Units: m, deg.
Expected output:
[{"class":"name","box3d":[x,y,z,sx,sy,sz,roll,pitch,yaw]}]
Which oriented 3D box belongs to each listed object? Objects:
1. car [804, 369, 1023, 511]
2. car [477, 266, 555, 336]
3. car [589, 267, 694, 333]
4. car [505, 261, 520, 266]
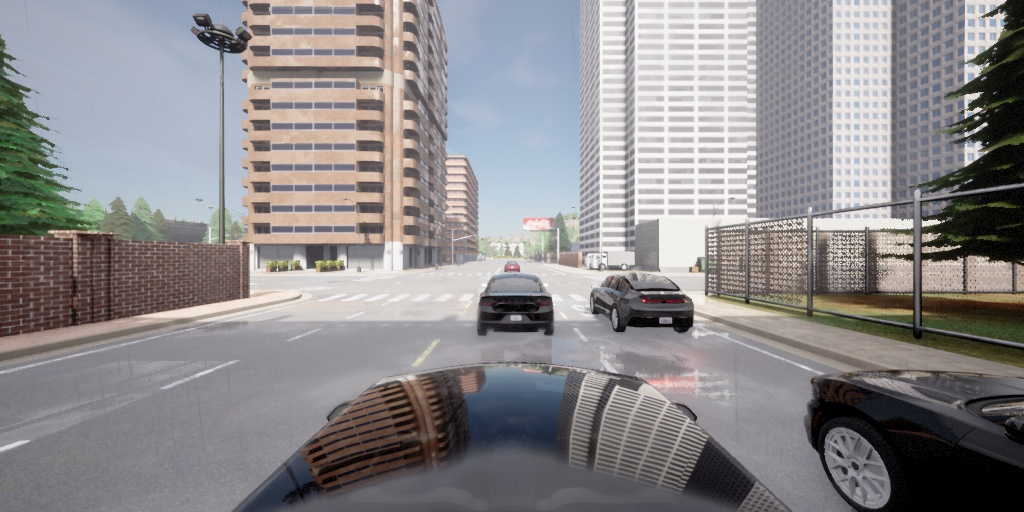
[{"class":"car","box3d":[3.602,1.228,1.200,1.882,1.535,5.008,0,0,0]},{"class":"car","box3d":[0.087,1.228,10.452,1.882,1.535,5.008,0,0,0]},{"class":"car","box3d":[3.622,1.255,10.775,1.837,1.490,4.892,0,0,1]},{"class":"car","box3d":[0.028,1.314,45.303,1.994,1.385,4.181,0,0,-1]}]
